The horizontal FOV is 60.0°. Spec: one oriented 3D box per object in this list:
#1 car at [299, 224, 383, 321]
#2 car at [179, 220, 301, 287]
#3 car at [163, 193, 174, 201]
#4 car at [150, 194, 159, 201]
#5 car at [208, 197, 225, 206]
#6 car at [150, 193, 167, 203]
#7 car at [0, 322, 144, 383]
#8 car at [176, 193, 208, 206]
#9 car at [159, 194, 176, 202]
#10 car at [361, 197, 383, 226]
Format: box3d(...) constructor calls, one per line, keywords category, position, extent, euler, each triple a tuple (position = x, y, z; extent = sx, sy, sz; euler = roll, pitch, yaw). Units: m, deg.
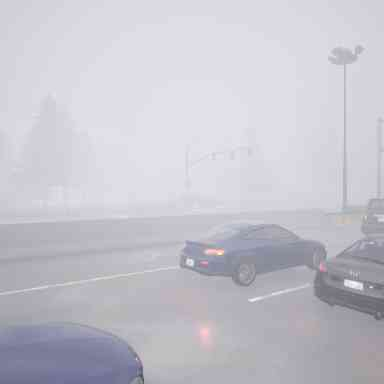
box3d(category="car", position=(4.418, 1.564, 6.893), extent=(4.181, 1.385, 1.994), euler=(0, 0, -35))
box3d(category="car", position=(1.833, 1.526, 9.348), extent=(4.674, 1.442, 1.812), euler=(0, 0, -35))
box3d(category="car", position=(-6.030, 1.225, 83.924), extent=(2.150, 2.045, 5.566), euler=(0, 0, -10))
box3d(category="car", position=(-9.334, 1.355, 82.397), extent=(2.097, 1.767, 4.553), euler=(0, 0, -10))
box3d(category="car", position=(3.295, 1.547, 55.813), extent=(2.033, 1.411, 5.357), euler=(0, 0, -29))
box3d(category="car", position=(-7.275, 1.540, 72.704), extent=(2.033, 1.411, 5.357), euler=(0, 0, -18))
box3d(category="car", position=(-2.500, 1.526, 1.928), extent=(4.674, 1.442, 1.812), euler=(0, 0, -36))
box3d(category="car", position=(-0.064, 1.221, 54.762), extent=(2.150, 2.045, 5.566), euler=(0, 0, -28))
box3d(category="car", position=(-4.208, 1.601, 63.591), extent=(1.895, 1.301, 4.718), euler=(0, 0, -22))
box3d(category="car", position=(9.908, 1.222, 15.103), extent=(5.566, 2.045, 2.150), euler=(0, 0, -35))
